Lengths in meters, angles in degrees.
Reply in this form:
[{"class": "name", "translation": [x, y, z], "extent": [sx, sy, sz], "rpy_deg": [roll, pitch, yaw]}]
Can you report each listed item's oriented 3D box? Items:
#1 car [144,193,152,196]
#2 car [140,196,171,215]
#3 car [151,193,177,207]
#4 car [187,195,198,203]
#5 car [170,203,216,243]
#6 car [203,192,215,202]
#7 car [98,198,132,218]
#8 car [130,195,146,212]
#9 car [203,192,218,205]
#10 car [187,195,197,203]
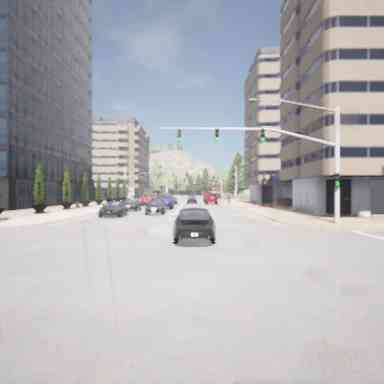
[{"class": "car", "translation": [-7.027, 1.191, 55.183], "extent": [2.150, 2.045, 5.566], "rpy_deg": [0, 0, 1]}, {"class": "car", "translation": [-3.572, 1.472, 33.452], "extent": [2.128, 1.511, 4.902], "rpy_deg": [0, 0, 0]}, {"class": "car", "translation": [-3.553, 1.192, 43.393], "extent": [2.150, 2.045, 5.566], "rpy_deg": [0, 1, 0]}, {"class": "car", "translation": [0.008, 1.489, 61.268], "extent": [1.812, 1.442, 4.674], "rpy_deg": [0, 0, 0]}, {"class": "car", "translation": [0.104, 1.495, 16.071], "extent": [1.837, 1.490, 4.892], "rpy_deg": [0, 0, 0]}, {"class": "car", "translation": [3.509, 1.090, 70.415], "extent": [2.150, 2.045, 5.566], "rpy_deg": [0, 0, 0]}, {"class": "car", "translation": [-7.082, 1.546, 30.250], "extent": [1.994, 1.385, 4.181], "rpy_deg": [0, 0, 0]}, {"class": "car", "translation": [-7.075, 1.467, 38.998], "extent": [2.128, 1.511, 4.902], "rpy_deg": [0, 0, 0]}, {"class": "car", "translation": [3.508, 1.186, 60.161], "extent": [2.150, 2.045, 5.566], "rpy_deg": [0, 0, 0]}, {"class": "car", "translation": [0.009, 1.390, 70.386], "extent": [2.128, 1.511, 4.902], "rpy_deg": [0, 0, 0]}]
